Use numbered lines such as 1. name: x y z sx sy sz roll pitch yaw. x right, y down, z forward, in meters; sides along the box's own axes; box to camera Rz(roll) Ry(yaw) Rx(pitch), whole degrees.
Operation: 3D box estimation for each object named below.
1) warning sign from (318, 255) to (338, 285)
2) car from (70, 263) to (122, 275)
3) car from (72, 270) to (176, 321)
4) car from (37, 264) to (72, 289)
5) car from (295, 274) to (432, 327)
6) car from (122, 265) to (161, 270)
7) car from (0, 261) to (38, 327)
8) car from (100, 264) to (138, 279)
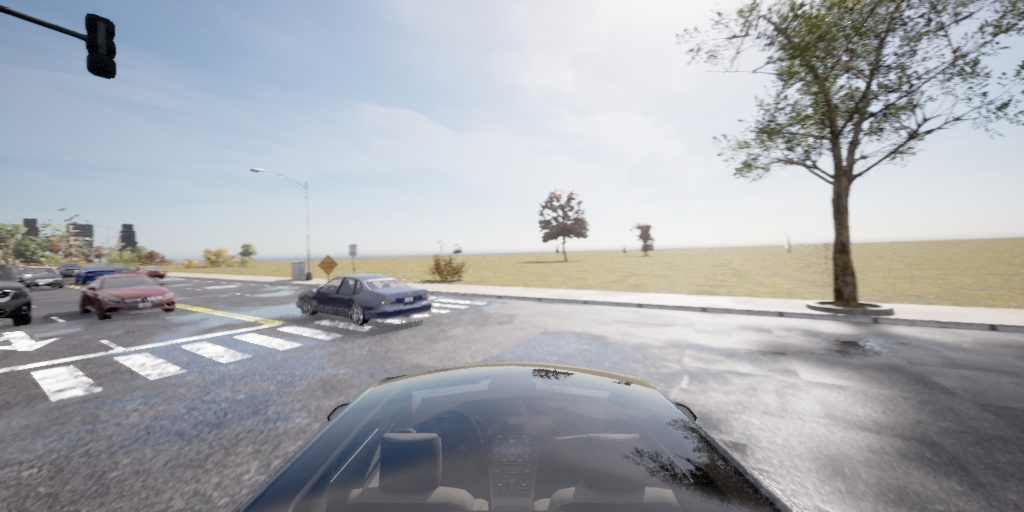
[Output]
1. warning sign: -11.678 0.842 22.831 1.060 1.860 1.300 0 0 32
2. car: -35.587 1.550 30.623 5.008 1.535 1.882 -1 1 33
3. car: -14.423 1.426 13.391 4.674 1.442 1.812 -1 1 32
4. car: -33.174 1.590 25.134 4.902 1.511 2.128 -1 1 32
5. car: -4.965 1.295 11.671 5.357 1.411 2.033 0 1 36
6. car: -34.541 1.612 33.810 4.718 1.301 1.895 -1 1 32
7. car: -17.262 1.201 11.325 5.566 2.045 2.150 -1 1 32
8. car: -42.400 1.657 38.659 4.181 1.385 1.994 -1 1 32
